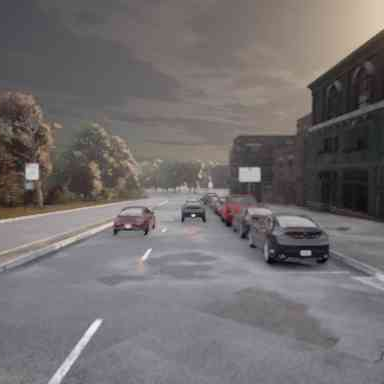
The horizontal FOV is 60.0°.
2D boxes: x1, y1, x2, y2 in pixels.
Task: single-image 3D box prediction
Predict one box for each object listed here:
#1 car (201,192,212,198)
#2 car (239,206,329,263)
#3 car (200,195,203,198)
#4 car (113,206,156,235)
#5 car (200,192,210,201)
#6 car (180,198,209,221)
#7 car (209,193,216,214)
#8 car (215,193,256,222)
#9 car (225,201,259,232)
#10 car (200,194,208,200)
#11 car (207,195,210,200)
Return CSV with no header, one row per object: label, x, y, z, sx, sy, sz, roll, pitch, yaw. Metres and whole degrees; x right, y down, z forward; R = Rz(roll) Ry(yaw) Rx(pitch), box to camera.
car,3.244,1.161,56.089,2.435,2.045,5.566,0,0,0
car,3.230,1.466,11.854,2.231,1.521,4.892,0,0,0
car,0.115,1.474,43.013,1.812,1.442,4.674,0,0,0
car,-3.144,1.503,18.672,1.812,1.442,4.674,0,0,0
car,3.251,1.127,83.714,2.435,2.045,5.566,0,0,0
car,0.110,1.471,26.801,1.837,1.490,4.892,0,0,0
car,3.237,1.313,34.055,2.185,1.767,4.553,0,0,0
car,3.234,1.200,23.064,2.435,2.045,5.566,0,0,0
car,3.234,1.460,17.380,2.231,1.521,4.892,0,0,0
car,3.256,1.369,89.523,1.946,1.575,5.366,0,0,0
car,3.239,1.429,39.797,1.946,1.575,5.366,0,0,0
